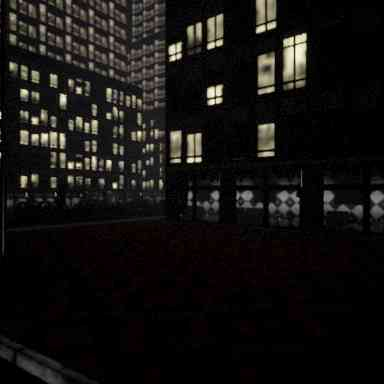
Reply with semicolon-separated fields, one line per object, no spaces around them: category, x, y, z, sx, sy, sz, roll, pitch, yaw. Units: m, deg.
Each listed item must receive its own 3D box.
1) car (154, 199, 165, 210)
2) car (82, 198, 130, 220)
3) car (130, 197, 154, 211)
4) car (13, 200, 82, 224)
car;-4.693;1.817;50.335;1.967;1.590;4.097;0;0;39
car;-8.896;1.683;32.372;2.192;1.841;5.009;0;0;39
car;-8.154;1.682;45.986;2.192;1.841;5.009;0;0;39
car;-12.281;1.675;27.964;2.192;1.841;5.009;0;0;39
